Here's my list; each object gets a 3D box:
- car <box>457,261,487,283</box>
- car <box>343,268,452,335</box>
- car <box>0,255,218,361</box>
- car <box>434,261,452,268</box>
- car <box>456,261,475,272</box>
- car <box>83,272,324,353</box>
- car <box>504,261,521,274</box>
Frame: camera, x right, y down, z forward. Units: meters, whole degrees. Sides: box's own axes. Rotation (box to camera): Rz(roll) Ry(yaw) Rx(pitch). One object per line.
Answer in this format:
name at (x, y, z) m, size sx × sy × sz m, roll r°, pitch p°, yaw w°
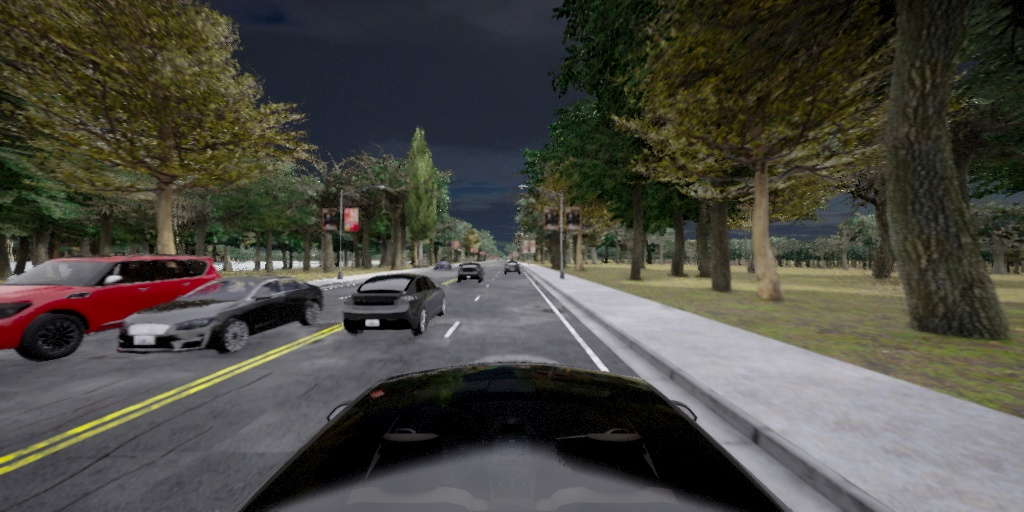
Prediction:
car at (-3.186, 1.304, 28.607) m, size 1.837 × 1.490 × 4.892 m, roll 0°, pitch 0°, yaw 0°
car at (-3.162, 1.267, 10.531) m, size 1.837 × 1.490 × 4.892 m, roll 0°, pitch 0°, yaw 0°
car at (-9.858, 0.990, 8.702) m, size 2.150 × 2.045 × 5.566 m, roll 0°, pitch 0°, yaw 0°
car at (-9.874, 1.441, 51.672) m, size 2.033 × 1.411 × 5.357 m, roll 0°, pitch 0°, yaw 0°
car at (-6.627, 1.437, 51.733) m, size 2.033 × 1.411 × 5.357 m, roll 0°, pitch 0°, yaw 0°
car at (-6.607, 1.256, 8.896) m, size 2.128 × 1.511 × 4.902 m, roll 0°, pitch 0°, yaw 0°
car at (0.045, 1.369, 42.520) m, size 1.812 × 1.442 × 4.674 m, roll 0°, pitch 0°, yaw 0°
